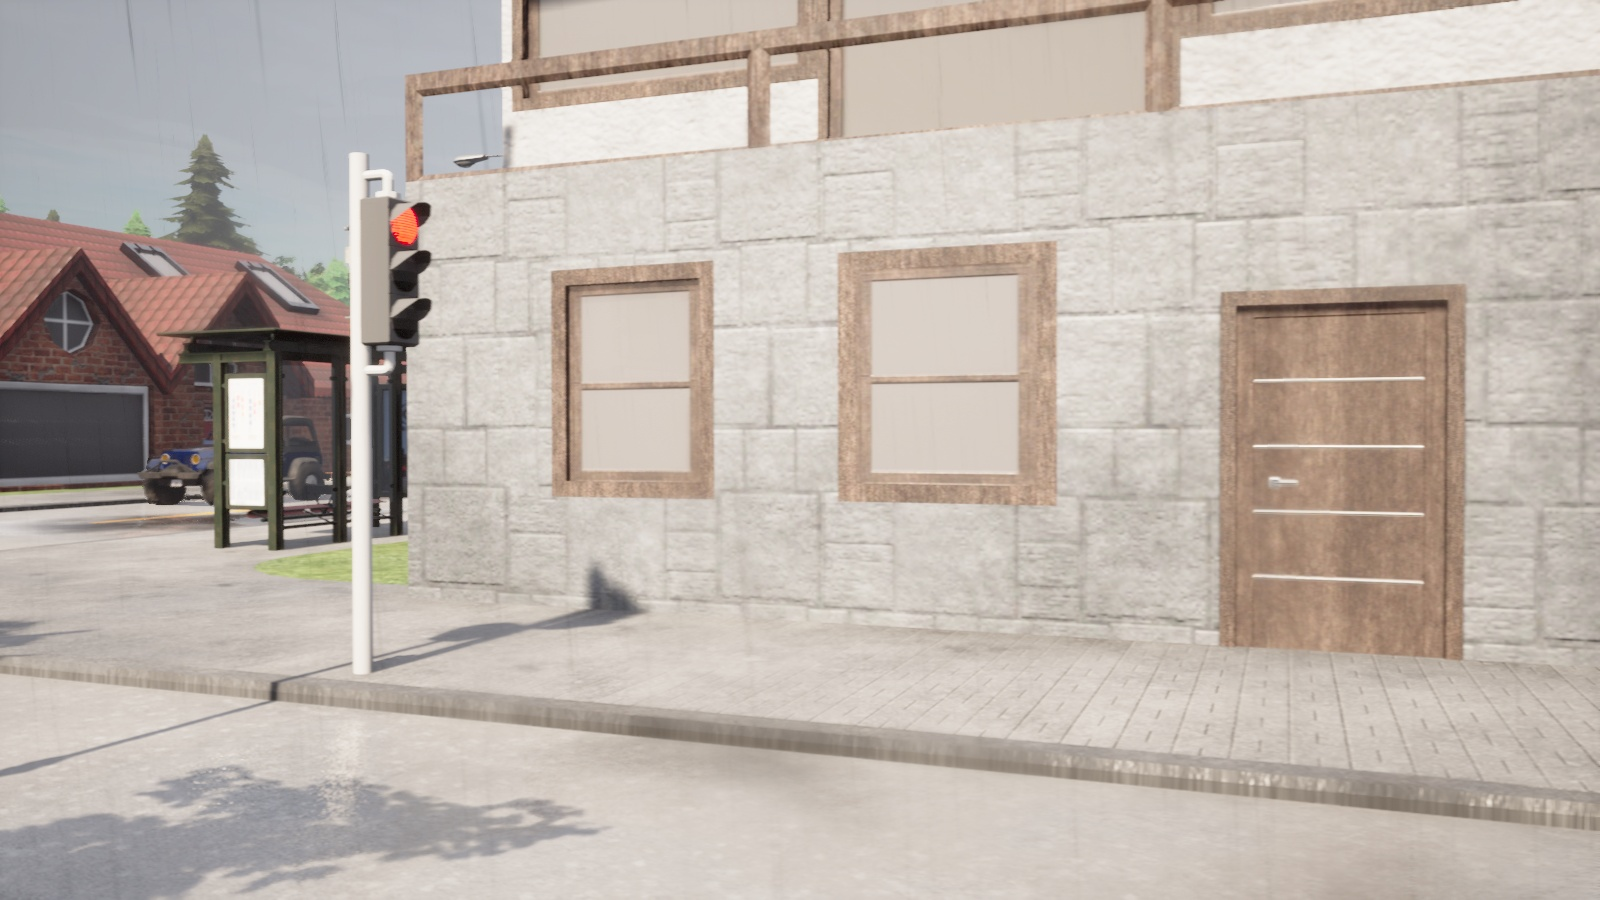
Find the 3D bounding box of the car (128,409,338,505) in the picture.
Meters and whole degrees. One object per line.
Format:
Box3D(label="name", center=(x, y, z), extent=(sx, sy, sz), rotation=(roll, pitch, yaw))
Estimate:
Box3D(label="car", center=(-12.009, 0.097, 26.864), extent=(1.905, 1.878, 3.866), rotation=(1, 1, 21))
